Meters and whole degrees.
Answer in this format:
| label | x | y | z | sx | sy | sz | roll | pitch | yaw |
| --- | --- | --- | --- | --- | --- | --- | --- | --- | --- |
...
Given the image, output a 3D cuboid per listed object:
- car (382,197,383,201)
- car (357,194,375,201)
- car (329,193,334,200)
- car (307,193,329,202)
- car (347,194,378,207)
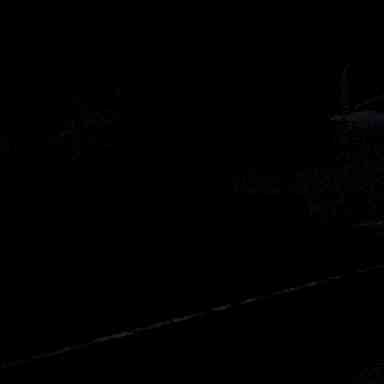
| label | x | y | z | sx | sy | sz | roll | pitch | yaw |
| --- | --- | --- | --- | --- | --- | --- | --- | --- | --- |
| car | 45.240 | 1.383 | 74.961 | 1.970 | 1.475 | 3.806 | 0 | 0 | -36 |
| car | 43.311 | 1.373 | 82.721 | 1.845 | 1.501 | 3.633 | 0 | 0 | -36 |
| car | 28.166 | 1.096 | 71.951 | 1.932 | 1.855 | 4.605 | 0 | 0 | -36 |
| car | 26.052 | 1.076 | 69.916 | 1.905 | 1.878 | 3.866 | 0 | 0 | -36 |
| car | 23.314 | 1.096 | 46.494 | 1.932 | 1.855 | 4.605 | 0 | 0 | -36 |
